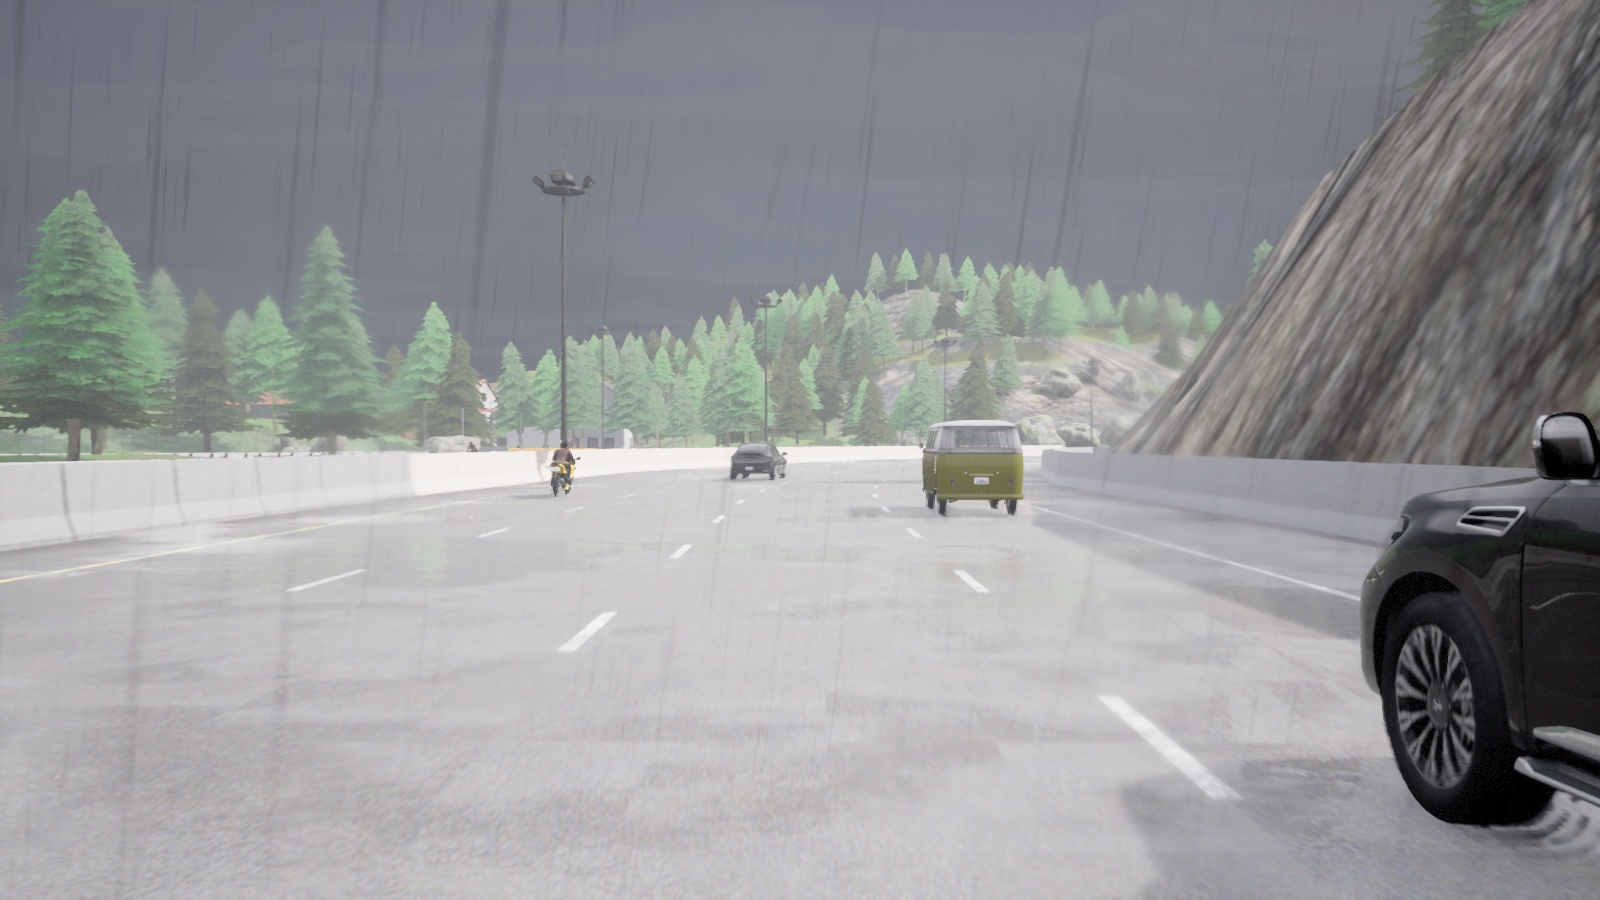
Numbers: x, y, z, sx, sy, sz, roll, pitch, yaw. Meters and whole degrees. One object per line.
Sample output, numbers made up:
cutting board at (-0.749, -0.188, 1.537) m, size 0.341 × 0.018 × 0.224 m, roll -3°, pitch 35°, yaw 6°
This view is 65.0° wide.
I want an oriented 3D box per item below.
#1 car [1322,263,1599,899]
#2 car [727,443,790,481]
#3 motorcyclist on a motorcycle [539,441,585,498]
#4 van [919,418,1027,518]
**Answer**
car at (3.534, 0.451, 3.154) m, size 2.150 × 2.045 × 5.566 m, roll 0°, pitch 0°, yaw 0°
car at (-1.647, 0.461, 51.797) m, size 1.837 × 1.490 × 4.892 m, roll 0°, pitch 0°, yaw 8°
motorcyclist on a motorcycle at (-6.657, 0.527, 35.204) m, size 0.797 × 1.523 × 2.044 m, roll 1°, pitch 0°, yaw 2°
van at (3.679, 0.350, 27.345) m, size 1.775 × 1.987 × 4.442 m, roll 0°, pitch 0°, yaw 1°
